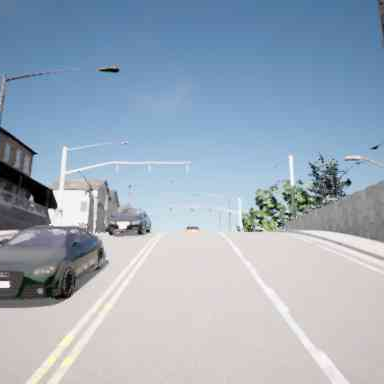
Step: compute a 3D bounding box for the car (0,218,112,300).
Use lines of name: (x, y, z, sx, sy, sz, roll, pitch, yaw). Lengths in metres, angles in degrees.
car: (-3.575, 1.557, 8.261, 1.994, 1.385, 4.181, 0, 0, 0)

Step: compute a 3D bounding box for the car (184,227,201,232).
car: (0.104, 5.210, 41.213, 2.097, 1.767, 4.553, 0, -12, 0)

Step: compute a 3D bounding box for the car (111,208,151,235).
car: (-3.567, 1.719, 19.685, 2.128, 1.511, 4.902, 0, -4, 0)
